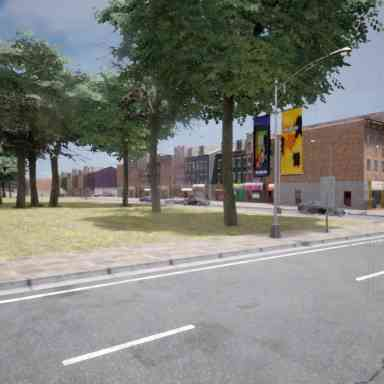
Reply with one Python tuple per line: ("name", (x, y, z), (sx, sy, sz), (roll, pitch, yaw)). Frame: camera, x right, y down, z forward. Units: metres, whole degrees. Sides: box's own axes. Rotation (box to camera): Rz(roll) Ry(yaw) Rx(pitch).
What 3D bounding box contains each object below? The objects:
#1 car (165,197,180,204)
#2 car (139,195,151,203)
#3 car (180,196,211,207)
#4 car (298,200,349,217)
("car", (-2.863, 1.487, 58.485), (1.895, 1.301, 4.718), (1, 0, -35))
("car", (-8.733, 1.400, 66.638), (2.033, 1.411, 5.357), (1, 0, -35))
("car", (0.717, 1.424, 48.474), (1.837, 1.490, 4.892), (1, 0, -35))
("car", (12.519, 1.579, 31.885), (2.128, 1.511, 4.902), (1, 0, -35))
